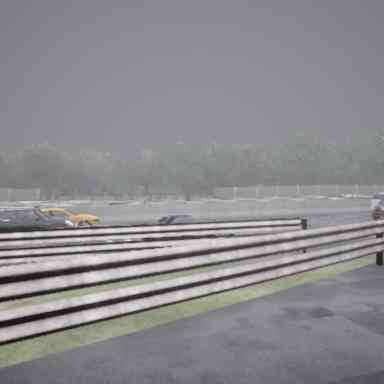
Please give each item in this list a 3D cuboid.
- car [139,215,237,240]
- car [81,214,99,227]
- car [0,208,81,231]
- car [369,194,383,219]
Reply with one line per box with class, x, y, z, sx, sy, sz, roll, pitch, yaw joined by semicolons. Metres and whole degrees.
car;-0.265;1.745;15.904;4.718;1.301;1.895;-1;0;-17
car;-8.385;1.741;20.692;5.008;1.535;1.882;-1;0;-17
car;-8.247;1.618;17.067;4.553;1.767;2.097;-1;0;-17
car;15.777;1.244;24.608;4.553;1.767;2.097;-1;0;-17
